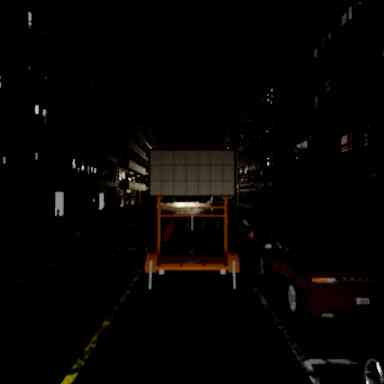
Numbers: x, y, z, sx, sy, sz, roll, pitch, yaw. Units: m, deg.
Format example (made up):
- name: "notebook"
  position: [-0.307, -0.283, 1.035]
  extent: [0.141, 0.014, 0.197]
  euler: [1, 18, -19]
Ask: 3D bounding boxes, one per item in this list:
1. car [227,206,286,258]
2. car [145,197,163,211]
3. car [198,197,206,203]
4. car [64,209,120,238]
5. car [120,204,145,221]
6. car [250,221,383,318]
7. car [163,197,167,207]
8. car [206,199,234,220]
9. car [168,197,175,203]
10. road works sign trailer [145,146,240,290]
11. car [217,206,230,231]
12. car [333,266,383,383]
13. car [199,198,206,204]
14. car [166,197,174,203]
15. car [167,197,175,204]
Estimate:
- name: "car"
  position: [2.702, 1.541, 13.104]
  extent: [1.967, 1.590, 4.097]
  euler: [0, 0, 0]
- name: "car"
  position: [-5.663, 1.799, 46.930]
  extent: [1.967, 1.590, 4.097]
  euler: [0, 0, 0]
- name: "car"
  position: [2.740, 2.225, 92.010]
  extent: [1.887, 1.381, 4.507]
  euler: [0, 0, 0]
- name: "car"
  position: [-5.677, 1.715, 18.746]
  extent: [1.947, 1.339, 4.313]
  euler: [0, 0, 0]
- name: "car"
  position: [-5.671, 1.758, 29.849]
  extent: [1.752, 1.417, 4.829]
  euler: [0, 0, 0]
- name: "car"
  position: [2.699, 1.602, 7.467]
  extent: [1.887, 1.381, 4.507]
  euler: [0, 0, 0]
- name: "car"
  position: [-5.659, 1.715, 52.567]
  extent: [2.192, 1.841, 5.009]
  euler: [0, 0, 0]
- name: "car"
  position: [2.711, 1.543, 30.013]
  extent: [2.192, 1.841, 5.009]
  euler: [0, 0, 0]
- name: "car"
  position: [-5.640, 2.231, 92.019]
  extent: [1.887, 1.381, 4.507]
  euler: [0, 0, 0]
- name: "road works sign trailer"
  position: [0.007, 0.537, 9.245]
  extent: [2.380, 3.560, 2.880]
  euler: [0, 0, 0]
- name: "car"
  position: [2.705, 1.694, 18.739]
  extent: [2.008, 1.369, 4.403]
  euler: [0, 0, 0]
- name: "car"
  position: [2.695, 1.579, 1.830]
  extent: [1.947, 1.339, 4.313]
  euler: [0, 0, 0]
- name: "car"
  position: [2.735, 2.126, 80.908]
  extent: [1.752, 1.417, 4.829]
  euler: [0, 0, 0]
- name: "car"
  position: [-5.643, 2.086, 86.382]
  extent: [1.967, 1.590, 4.097]
  euler: [0, 0, 0]
- name: "car"
  position: [-5.645, 1.920, 80.748]
  extent: [2.192, 1.841, 5.009]
  euler: [0, 0, 0]
